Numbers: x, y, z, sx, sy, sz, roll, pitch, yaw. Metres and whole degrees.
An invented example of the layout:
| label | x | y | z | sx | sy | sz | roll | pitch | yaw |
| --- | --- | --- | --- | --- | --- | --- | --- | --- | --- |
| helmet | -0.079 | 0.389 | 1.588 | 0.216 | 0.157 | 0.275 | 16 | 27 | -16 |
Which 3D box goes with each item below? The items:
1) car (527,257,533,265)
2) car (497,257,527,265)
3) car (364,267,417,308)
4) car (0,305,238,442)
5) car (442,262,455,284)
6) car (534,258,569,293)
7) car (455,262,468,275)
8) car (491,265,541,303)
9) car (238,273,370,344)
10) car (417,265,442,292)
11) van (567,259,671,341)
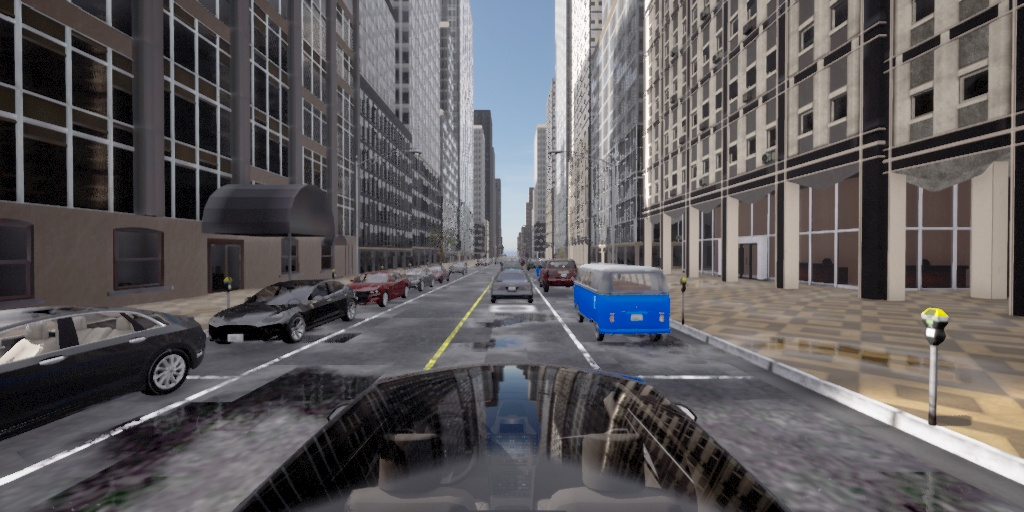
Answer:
| label | x | y | z | sx | sy | sz | roll | pitch | yaw |
| --- | --- | --- | --- | --- | --- | --- | --- | --- | --- |
| car | 3.114 | 1.092 | 49.781 | 2.097 | 1.767 | 4.553 | 0 | 0 | 0 |
| car | 0.000 | 1.110 | 31.472 | 2.097 | 1.767 | 4.553 | 0 | 0 | 0 |
| car | -5.691 | 1.291 | 15.244 | 1.888 | 1.381 | 4.507 | 0 | 0 | 0 |
| car | -5.691 | 1.298 | 3.877 | 2.007 | 1.370 | 4.403 | 0 | 0 | 0 |
| car | -5.691 | 1.326 | 26.611 | 1.802 | 1.307 | 4.207 | 0 | 0 | 0 |
| car | 2.689 | 1.060 | 20.928 | 2.192 | 1.841 | 5.009 | 0 | 0 | 0 |
| car | -5.691 | 1.292 | 37.979 | 2.007 | 1.370 | 4.403 | 0 | 0 | 0 |
| car | 0.000 | 1.310 | 16.502 | 2.033 | 1.411 | 5.357 | 0 | 0 | 0 |
| car | -5.691 | 1.313 | 9.560 | 1.948 | 1.339 | 4.313 | 0 | 0 | 0 |
| car | -5.692 | 1.295 | 20.928 | 2.007 | 1.370 | 4.403 | 0 | 0 | 0 |
| van | 2.690 | 1.088 | 9.560 | 1.690 | 1.789 | 3.998 | 0 | 0 | 0 |
